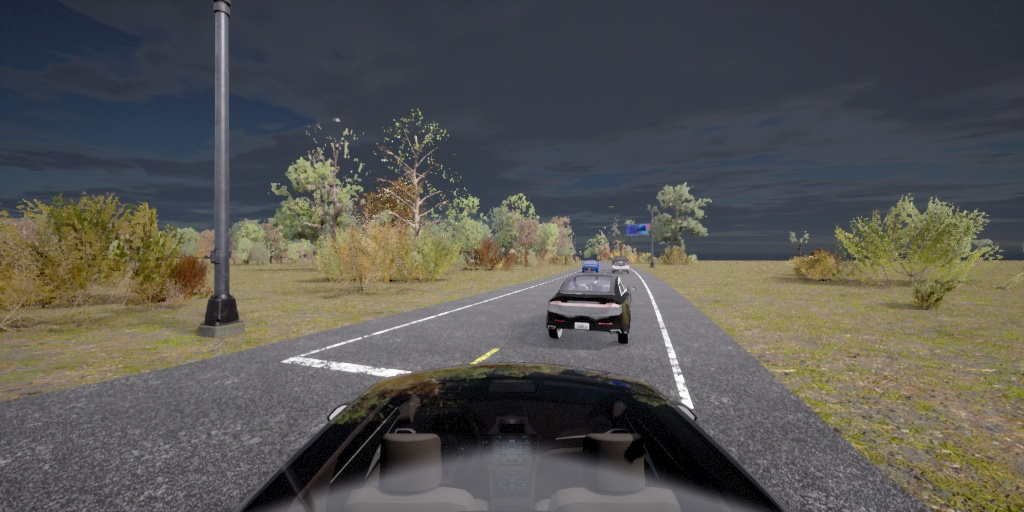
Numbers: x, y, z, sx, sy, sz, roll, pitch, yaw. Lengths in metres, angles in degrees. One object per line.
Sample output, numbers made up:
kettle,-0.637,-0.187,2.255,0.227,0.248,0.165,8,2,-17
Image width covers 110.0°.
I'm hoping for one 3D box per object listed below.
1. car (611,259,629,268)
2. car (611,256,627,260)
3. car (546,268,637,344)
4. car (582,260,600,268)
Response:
car,12.903,1.365,42.472,1.895,1.301,4.718,0,0,18
car,15.084,1.002,50.100,2.150,2.045,5.566,0,0,16
car,2.263,1.242,9.741,2.128,1.511,4.902,0,0,20
car,9.776,1.244,44.305,1.882,1.535,5.008,0,0,16
